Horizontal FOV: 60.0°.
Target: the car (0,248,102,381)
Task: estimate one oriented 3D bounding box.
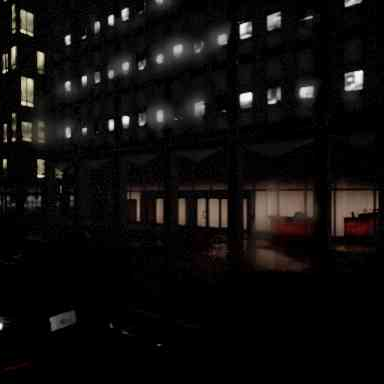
[{"bbox_3d":[-3.228,1.566,5.182,4.313,1.339,1.947,0,0,36],"label":"car"}]
